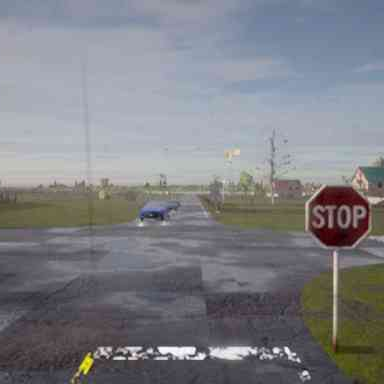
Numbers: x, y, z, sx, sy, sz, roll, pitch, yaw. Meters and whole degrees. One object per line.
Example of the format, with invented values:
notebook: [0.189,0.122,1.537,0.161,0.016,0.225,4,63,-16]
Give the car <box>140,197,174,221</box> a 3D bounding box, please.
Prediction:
car: [-2.919,1.456,27.313,1.882,1.535,5.008,0,0,3]

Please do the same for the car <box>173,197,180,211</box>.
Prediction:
car: [-2.779,1.534,39.575,1.994,1.385,4.181,0,0,0]
